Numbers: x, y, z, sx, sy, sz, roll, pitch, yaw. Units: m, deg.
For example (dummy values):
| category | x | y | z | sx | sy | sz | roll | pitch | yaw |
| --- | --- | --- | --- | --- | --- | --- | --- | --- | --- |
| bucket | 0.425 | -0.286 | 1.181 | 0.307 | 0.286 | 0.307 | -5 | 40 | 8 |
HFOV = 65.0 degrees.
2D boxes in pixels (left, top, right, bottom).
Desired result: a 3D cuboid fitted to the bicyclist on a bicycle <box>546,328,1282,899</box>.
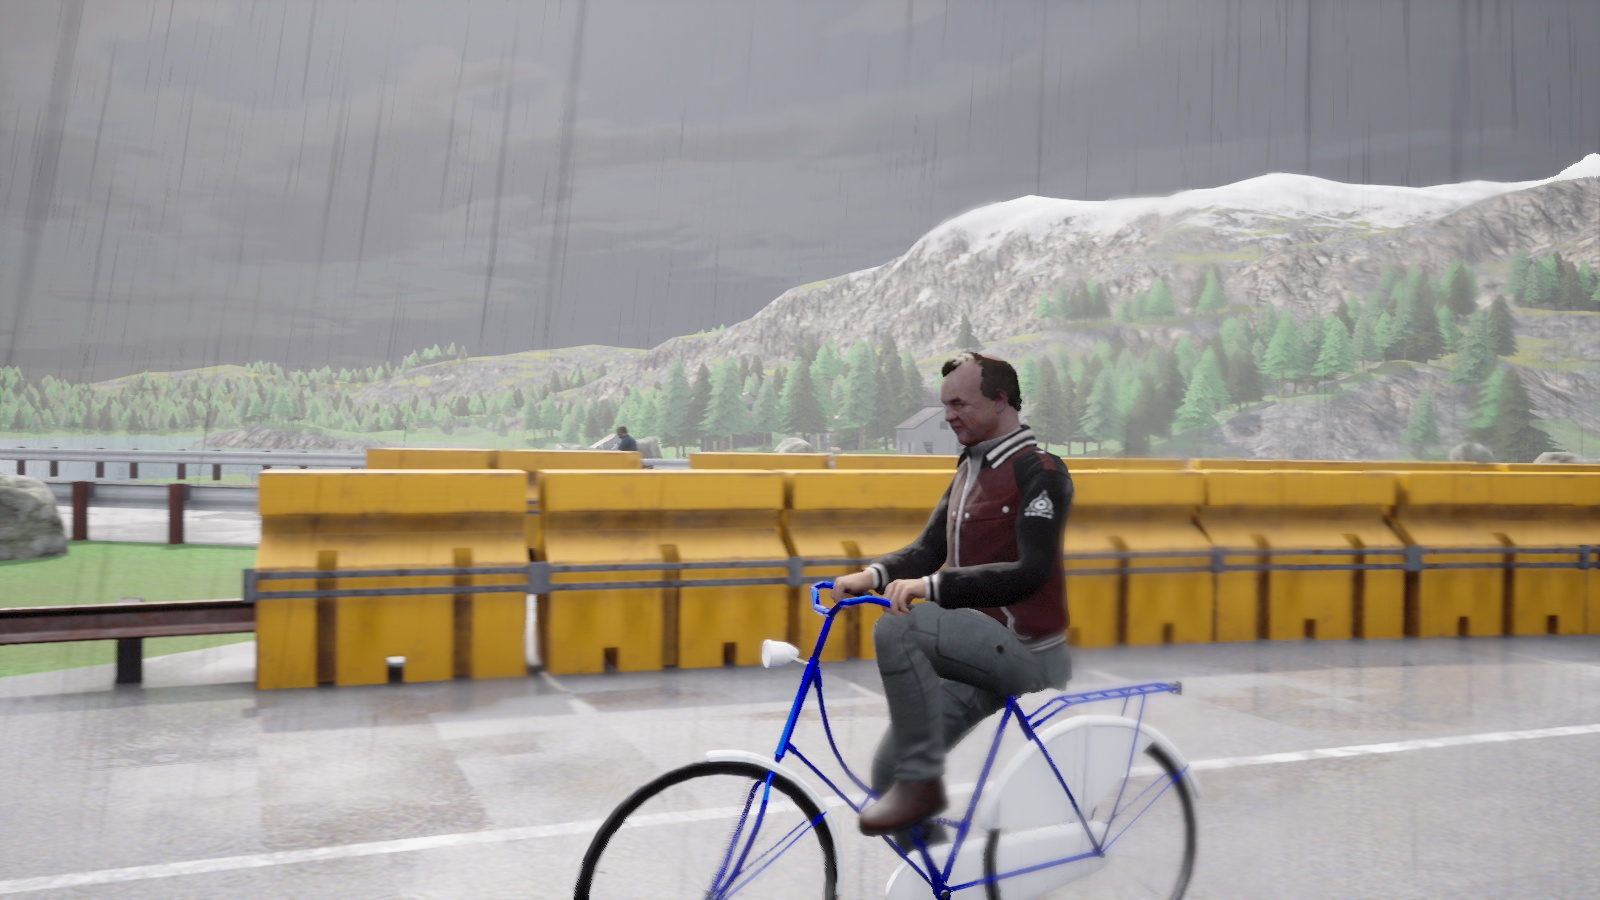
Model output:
| category | x | y | z | sx | sy | sz | roll | pitch | yaw |
| --- | --- | --- | --- | --- | --- | --- | --- | --- | --- |
| bicyclist on a bicycle | 0.311 | 0.610 | 3.352 | 1.843 | 1.776 | 0.659 | -1 | 1 | -20 |
